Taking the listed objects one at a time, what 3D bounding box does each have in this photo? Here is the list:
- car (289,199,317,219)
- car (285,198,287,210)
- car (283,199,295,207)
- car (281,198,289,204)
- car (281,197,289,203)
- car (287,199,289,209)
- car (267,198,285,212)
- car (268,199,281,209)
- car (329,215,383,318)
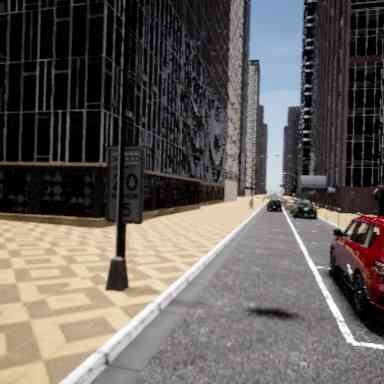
[{"bbox_3d":[11.203,1.663,33.220,2.097,1.767,4.553,2,0,14],"label":"car"},{"bbox_3d":[15.077,1.933,50.410,1.752,1.417,4.829,2,0,14],"label":"car"},{"bbox_3d":[17.739,2.020,61.013,1.887,1.381,4.507,2,0,14],"label":"car"},{"bbox_3d":[23.190,2.136,82.714,1.752,1.417,4.829,2,0,14],"label":"car"},{"bbox_3d":[24.500,2.193,87.934,2.008,1.369,4.403,2,0,14],"label":"car"},{"bbox_3d":[12.907,1.707,40.009,2.097,1.767,4.553,2,0,14],"label":"car"},{"bbox_3d":[11.048,1.766,44.507,1.882,1.535,5.008,2,0,14],"label":"car"},{"bbox_3d":[13.276,1.910,53.449,1.994,1.385,4.181,2,0,14],"label":"car"},{"bbox_3d":[4.408,1.446,7.368,2.192,1.841,5.009,2,0,14],"label":"car"}]
